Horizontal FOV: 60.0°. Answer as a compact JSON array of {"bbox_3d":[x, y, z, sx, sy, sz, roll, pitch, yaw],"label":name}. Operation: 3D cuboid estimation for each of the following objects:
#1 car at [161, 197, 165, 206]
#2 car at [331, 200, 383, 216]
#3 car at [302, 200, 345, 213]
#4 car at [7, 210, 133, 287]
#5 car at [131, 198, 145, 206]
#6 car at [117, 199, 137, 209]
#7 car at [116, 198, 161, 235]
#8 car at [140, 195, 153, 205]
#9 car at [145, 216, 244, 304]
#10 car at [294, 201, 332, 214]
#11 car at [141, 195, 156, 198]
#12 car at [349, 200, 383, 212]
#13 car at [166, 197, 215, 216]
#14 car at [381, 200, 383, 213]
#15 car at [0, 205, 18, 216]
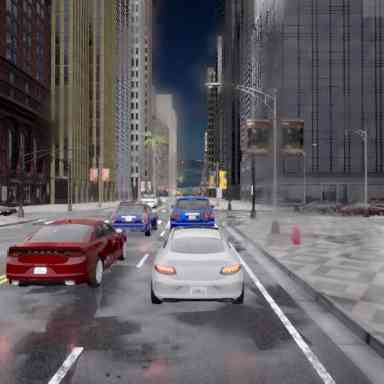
[{"bbox_3d":[-6.525,1.802,60.630,1.837,1.490,4.892,0,0,1],"label":"car"},{"bbox_3d":[15.337,1.575,30.112,4.206,1.307,1.802,0,0,-1],"label":"car"},{"bbox_3d":[15.213,1.660,38.635,4.313,1.339,1.947,0,0,-1],"label":"car"},{"bbox_3d":[-3.145,1.488,9.392,1.882,1.535,5.008,0,0,0],"label":"car"},{"bbox_3d":[-9.774,1.824,60.786,1.812,1.442,4.674,0,0,1],"label":"car"},{"bbox_3d":[-9.810,1.776,50.877,2.033,1.411,5.357,0,0,0],"label":"car"},{"bbox_3d":[-3.136,1.390,18.619,2.097,1.767,4.553,0,0,0],"label":"car"},{"bbox_3d":[-9.697,1.606,71.360,2.150,2.045,5.566,0,0,0],"label":"car"},{"bbox_3d":[0.105,1.534,8.020,1.812,1.442,4.674,0,0,0],"label":"car"},{"bbox_3d":[13.224,1.633,35.852,4.181,1.385,1.994,0,-1,-1],"label":"car"},{"bbox_3d":[-6.561,1.450,50.918,2.150,2.045,5.566,0,0,0],"label":"car"},{"bbox_3d":[20.853,1.641,38.719,4.313,1.339,1.947,0,0,-1],"label":"car"},{"bbox_3d":[0.039,1.256,17.722,2.150,2.045,5.566,0,0,1],"label":"car"},{"bbox_3d":[23.279,1.561,36.000,4.674,1.442,1.812,0,-1,-1],"label":"car"},{"bbox_3d":[-19.786,1.710,32.164,5.357,1.411,2.033,0,-1,0],"label":"car"}]
